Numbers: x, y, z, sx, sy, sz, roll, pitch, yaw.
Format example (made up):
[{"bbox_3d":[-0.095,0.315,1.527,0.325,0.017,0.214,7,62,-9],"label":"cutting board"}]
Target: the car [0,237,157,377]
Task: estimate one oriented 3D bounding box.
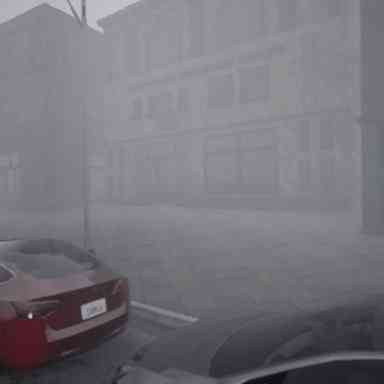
[{"bbox_3d":[-3.145,1.509,5.510,4.792,1.488,2.163,0,0,35],"label":"car"}]
